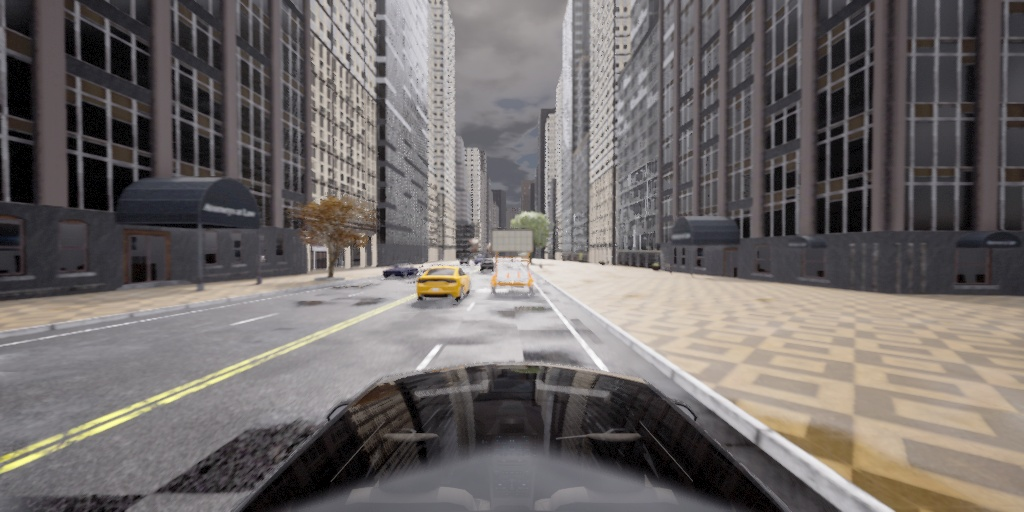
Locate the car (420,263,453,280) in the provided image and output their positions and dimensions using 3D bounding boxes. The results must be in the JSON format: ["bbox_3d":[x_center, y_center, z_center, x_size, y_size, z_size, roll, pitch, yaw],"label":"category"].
[{"bbox_3d":[-6.583,1.351,31.752,1.895,1.301,4.718,0,0,0],"label":"car"}]

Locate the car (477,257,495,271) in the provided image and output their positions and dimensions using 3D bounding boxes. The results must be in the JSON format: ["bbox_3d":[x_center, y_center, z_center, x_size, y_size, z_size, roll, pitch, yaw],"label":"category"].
[{"bbox_3d":[-3.140,1.256,47.868,1.837,1.490,4.892,0,0,0],"label":"car"}]

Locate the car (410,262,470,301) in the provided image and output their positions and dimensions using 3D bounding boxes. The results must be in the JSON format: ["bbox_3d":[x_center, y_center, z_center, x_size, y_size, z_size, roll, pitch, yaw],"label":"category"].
[{"bbox_3d":[-3.149,1.228,17.236,1.882,1.535,5.008,0,0,0],"label":"car"}]

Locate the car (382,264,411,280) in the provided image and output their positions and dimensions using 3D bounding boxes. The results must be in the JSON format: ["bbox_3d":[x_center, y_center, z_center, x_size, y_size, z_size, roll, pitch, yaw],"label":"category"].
[{"bbox_3d":[-9.833,1.351,31.753,1.895,1.301,4.718,0,0,0],"label":"car"}]

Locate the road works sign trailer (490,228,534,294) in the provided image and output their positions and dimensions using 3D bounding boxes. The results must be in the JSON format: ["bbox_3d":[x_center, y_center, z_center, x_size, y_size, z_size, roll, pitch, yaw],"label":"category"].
[{"bbox_3d":[0.021,0.214,20.191,2.380,3.560,2.880,0,0,1],"label":"road works sign trailer"}]
